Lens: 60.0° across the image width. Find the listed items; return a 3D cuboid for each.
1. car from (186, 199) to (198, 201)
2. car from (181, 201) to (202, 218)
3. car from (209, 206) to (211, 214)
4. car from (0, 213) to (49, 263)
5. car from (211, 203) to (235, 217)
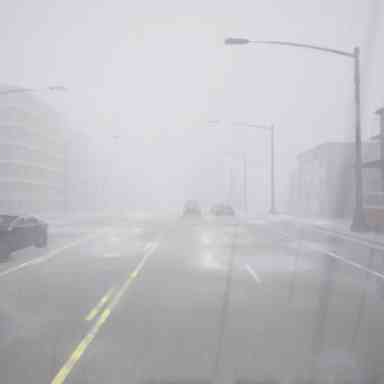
[{"bbox_3d":[0.001,1.990,45.115,2.150,2.045,5.566,0,-3,1],"label":"car"},{"bbox_3d":[0.008,1.912,34.906,1.812,1.442,4.674,0,-2,1],"label":"car"},{"bbox_3d":[3.516,2.316,46.320,2.128,1.511,4.902,0,-3,1],"label":"car"},{"bbox_3d":[-7.092,1.593,12.470,2.128,1.511,4.902,0,0,0],"label":"car"},{"bbox_3d":[3.522,1.994,36.329,1.994,1.385,4.181,0,-2,0],"label":"car"}]
